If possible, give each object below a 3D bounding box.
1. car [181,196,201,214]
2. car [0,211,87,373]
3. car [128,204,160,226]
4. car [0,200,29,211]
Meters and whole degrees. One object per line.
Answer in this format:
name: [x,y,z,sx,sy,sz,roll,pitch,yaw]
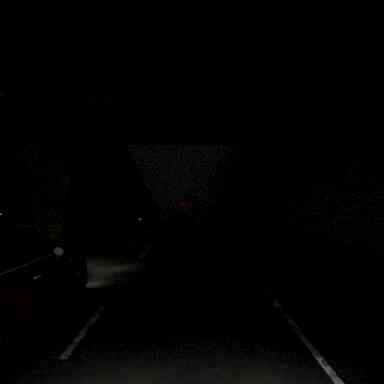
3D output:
car: [-0.164,1.521,40.179,2.150,2.045,5.566,0,0,0]
car: [-3.410,1.384,5.712,2.097,1.767,4.553,0,0,0]
car: [-3.555,1.665,25.004,2.128,1.511,4.902,0,0,0]
car: [-14.254,1.491,25.149,2.097,1.767,4.553,0,0,0]
